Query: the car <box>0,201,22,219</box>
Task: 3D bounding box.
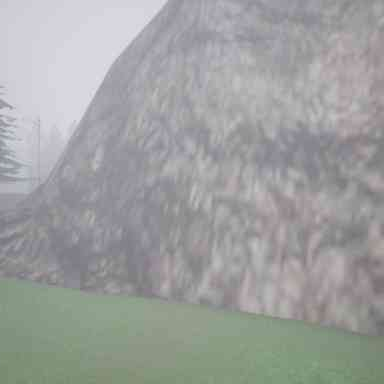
[{"bbox_3d":[-16.242,1.491,26.664,2.128,1.511,4.902,0,0,29],"label":"car"}]
